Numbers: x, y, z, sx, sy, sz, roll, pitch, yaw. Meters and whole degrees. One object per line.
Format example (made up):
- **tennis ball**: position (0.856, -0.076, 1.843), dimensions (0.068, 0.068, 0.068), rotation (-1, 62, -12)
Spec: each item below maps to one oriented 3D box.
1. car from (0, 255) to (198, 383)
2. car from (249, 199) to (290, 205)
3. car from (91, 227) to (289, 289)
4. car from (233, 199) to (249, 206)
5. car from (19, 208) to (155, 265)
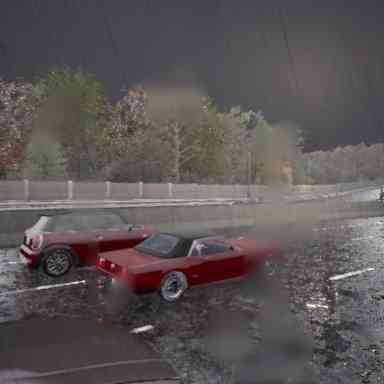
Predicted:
- **car**: position (-2.593, 1.548, 1.901), dimensions (5.357, 1.411, 2.033), rotation (0, 0, -36)
- **car**: position (9.967, 1.569, 41.055), dimensions (5.357, 1.411, 2.033), rotation (0, 0, -35)
- **car**: position (0.226, 1.602, 8.206), dimensions (4.718, 1.301, 1.895), rotation (0, 0, -35)
- **car**: position (7.364, 1.586, 43.513), dimensions (4.181, 1.385, 1.994), rotation (0, 0, -35)
- **car**: position (-2.758, 1.354, 10.377), dimensions (4.553, 1.767, 2.097), rotation (0, 0, -35)
